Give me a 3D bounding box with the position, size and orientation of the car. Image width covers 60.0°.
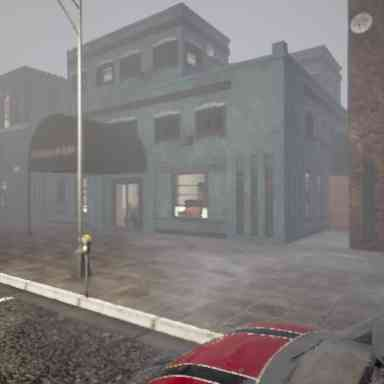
[{"bbox_3d":[1.433,1.439,1.850,4.097,1.590,1.967,-1,0,35],"label":"car"}]
